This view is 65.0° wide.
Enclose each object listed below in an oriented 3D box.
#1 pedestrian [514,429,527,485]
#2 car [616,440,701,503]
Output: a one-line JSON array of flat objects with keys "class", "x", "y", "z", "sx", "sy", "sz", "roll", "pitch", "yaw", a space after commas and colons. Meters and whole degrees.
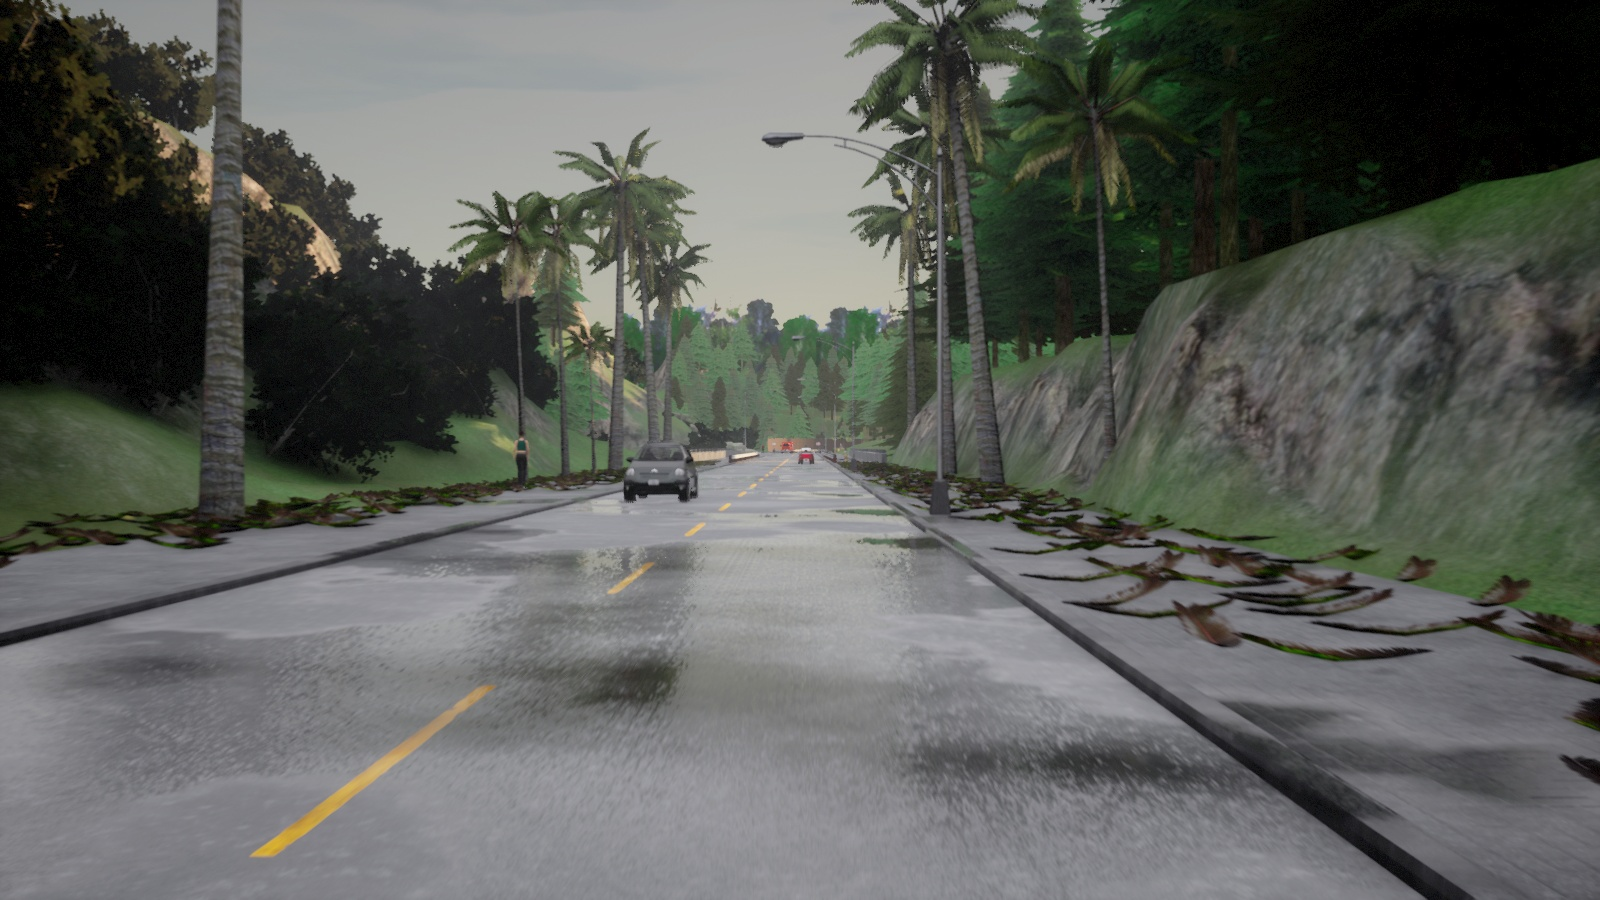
[{"class": "pedestrian", "x": -9.212, "y": 0.242, "z": 41.399, "sx": 0.345, "sy": 1.836, "sz": 0.594, "roll": 0, "pitch": 0, "yaw": -6}, {"class": "car", "x": -3.789, "y": 0.539, "z": 34.216, "sx": 1.851, "sy": 1.617, "sz": 3.988, "roll": 0, "pitch": 0, "yaw": 0}]
